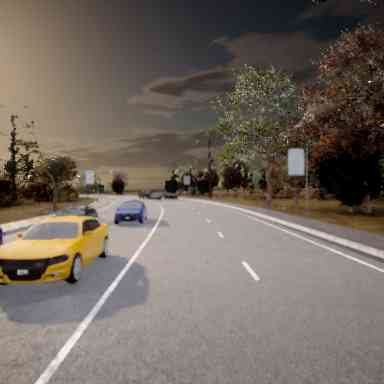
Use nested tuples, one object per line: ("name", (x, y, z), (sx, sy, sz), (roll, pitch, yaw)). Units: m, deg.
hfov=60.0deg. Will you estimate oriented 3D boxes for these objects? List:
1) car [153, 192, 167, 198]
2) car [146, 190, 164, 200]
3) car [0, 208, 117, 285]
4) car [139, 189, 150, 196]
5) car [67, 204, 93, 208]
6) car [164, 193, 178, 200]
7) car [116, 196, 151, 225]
("car", (-7.749, 0.678, 80.043), (2.128, 1.511, 4.902), (-1, 1, -21))
("car", (-7.805, 0.929, 69.431), (1.994, 1.385, 4.181), (-1, 1, -18))
("car", (-3.786, 1.476, 9.814), (1.882, 1.535, 5.008), (-1, 0, -1))
("car", (-11.004, 0.436, 78.741), (2.150, 2.045, 5.566), (-1, 1, -21))
("car", (-7.705, 1.513, 22.560), (1.994, 1.385, 4.181), (-1, 1, -3))
("car", (-4.418, 0.912, 70.316), (1.895, 1.301, 4.718), (-1, 1, -18))
("car", (-4.252, 1.360, 23.762), (1.882, 1.535, 5.008), (-1, 1, -3))
